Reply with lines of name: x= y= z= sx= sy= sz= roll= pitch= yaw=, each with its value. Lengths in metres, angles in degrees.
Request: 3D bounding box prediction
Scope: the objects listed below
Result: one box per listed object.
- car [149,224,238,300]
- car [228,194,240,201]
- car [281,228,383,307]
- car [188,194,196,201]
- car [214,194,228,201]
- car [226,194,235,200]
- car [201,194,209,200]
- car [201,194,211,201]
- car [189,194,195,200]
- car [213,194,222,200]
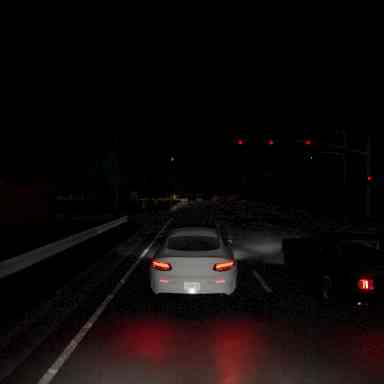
car: x=0.075 y=1.526 z=8.297 sx=1.812 sy=1.442 sz=4.674 roll=0 pitch=0 yaw=2
car: x=10.512 y=1.469 z=80.773 sx=1.882 sy=1.535 sz=5.008 roll=0 pitch=0 yaw=0
car: x=3.564 y=1.601 z=7.906 sx=1.895 sy=1.301 sz=4.718 roll=0 pitch=0 yaw=0
car: x=0.012 y=1.531 z=80.775 sx=2.033 sy=1.411 sz=5.357 roll=0 pitch=0 yaw=0
car: x=7.012 y=1.348 z=81.160 sx=2.097 sy=1.767 sz=4.553 roll=0 pitch=0 yaw=0
car: x=10.513 y=1.310 z=91.193 sx=1.882 sy=1.535 sz=5.008 roll=0 pitch=0 yaw=0
car: x=3.513 y=1.357 z=91.194 sx=2.128 sy=1.511 sz=4.902 roll=0 pitch=0 yaw=0
car: x=3.512 y=1.348 z=81.161 sx=2.097 sy=1.767 sz=4.553 roll=0 pitch=0 yaw=0
car: x=0.013 y=1.332 z=91.194 sx=1.837 sy=1.490 sz=4.892 roll=0 pitch=0 yaw=0
car: x=7.013 y=1.357 z=91.193 sx=2.128 sy=1.511 sz=4.902 roll=0 pitch=0 yaw=0
